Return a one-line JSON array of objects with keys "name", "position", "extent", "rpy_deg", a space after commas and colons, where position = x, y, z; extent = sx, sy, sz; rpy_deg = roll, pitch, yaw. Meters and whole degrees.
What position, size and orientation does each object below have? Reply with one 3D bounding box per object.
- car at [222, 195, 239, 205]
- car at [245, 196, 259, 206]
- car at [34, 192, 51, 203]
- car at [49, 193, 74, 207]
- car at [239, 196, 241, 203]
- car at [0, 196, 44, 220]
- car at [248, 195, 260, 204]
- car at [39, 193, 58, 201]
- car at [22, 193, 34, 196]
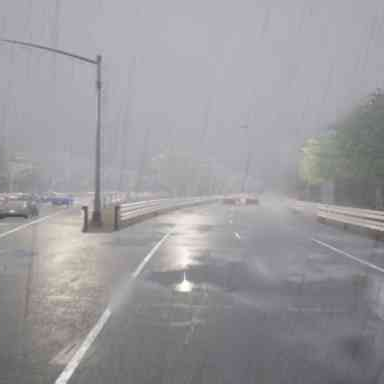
[{"name": "car", "position": [5.948, 1.291, 52.981], "extent": [1.882, 1.535, 5.008], "rpy_deg": [1, 0, 13]}, {"name": "car", "position": [9.542, 1.331, 53.016], "extent": [1.882, 1.535, 5.008], "rpy_deg": [1, 0, 13]}, {"name": "car", "position": [-20.883, 0.838, 48.716], "extent": [2.097, 1.767, 4.553], "rpy_deg": [1, 0, -8]}, {"name": "car", "position": [-16.288, 1.061, 42.375], "extent": [1.882, 1.535, 5.008], "rpy_deg": [1, 0, -10]}, {"name": "car", "position": [8.221, 1.282, 63.138], "extent": [1.882, 1.535, 5.008], "rpy_deg": [1, 0, 13]}, {"name": "car", "position": [-12.936, 1.285, 25.147], "extent": [1.994, 1.385, 4.181], "rpy_deg": [1, 0, -12]}, {"name": "car", "position": [11.809, 1.395, 63.152], "extent": [2.033, 1.411, 5.357], "rpy_deg": [1, 0, 13]}, {"name": "car", "position": [-26.185, 0.917, 60.857], "extent": [1.994, 1.385, 4.181], "rpy_deg": [1, 0, -7]}, {"name": "car", "position": [-24.601, 0.932, 50.315], "extent": [1.837, 1.490, 4.892], "rpy_deg": [0, 0, -8]}]
